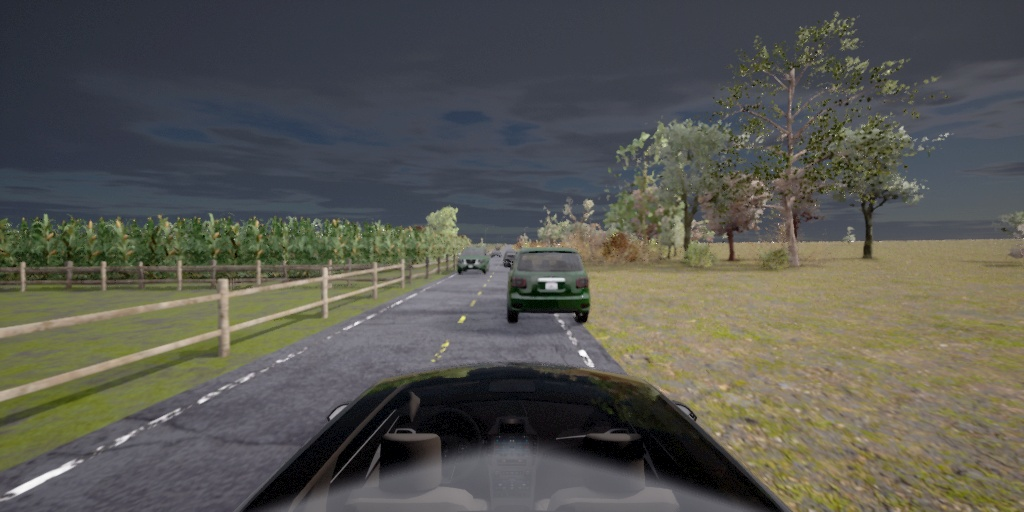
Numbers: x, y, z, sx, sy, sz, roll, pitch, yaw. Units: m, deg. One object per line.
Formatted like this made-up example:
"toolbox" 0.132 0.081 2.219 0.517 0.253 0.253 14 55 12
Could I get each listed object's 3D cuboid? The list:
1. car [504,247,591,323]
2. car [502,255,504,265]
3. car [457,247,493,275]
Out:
"car" 0.929 0.744 11.208 2.150 2.045 5.566 0 1 0
"car" -0.058 0.252 42.123 1.837 1.490 4.892 0 1 0
"car" -2.943 0.319 28.236 2.150 2.045 5.566 0 1 0
